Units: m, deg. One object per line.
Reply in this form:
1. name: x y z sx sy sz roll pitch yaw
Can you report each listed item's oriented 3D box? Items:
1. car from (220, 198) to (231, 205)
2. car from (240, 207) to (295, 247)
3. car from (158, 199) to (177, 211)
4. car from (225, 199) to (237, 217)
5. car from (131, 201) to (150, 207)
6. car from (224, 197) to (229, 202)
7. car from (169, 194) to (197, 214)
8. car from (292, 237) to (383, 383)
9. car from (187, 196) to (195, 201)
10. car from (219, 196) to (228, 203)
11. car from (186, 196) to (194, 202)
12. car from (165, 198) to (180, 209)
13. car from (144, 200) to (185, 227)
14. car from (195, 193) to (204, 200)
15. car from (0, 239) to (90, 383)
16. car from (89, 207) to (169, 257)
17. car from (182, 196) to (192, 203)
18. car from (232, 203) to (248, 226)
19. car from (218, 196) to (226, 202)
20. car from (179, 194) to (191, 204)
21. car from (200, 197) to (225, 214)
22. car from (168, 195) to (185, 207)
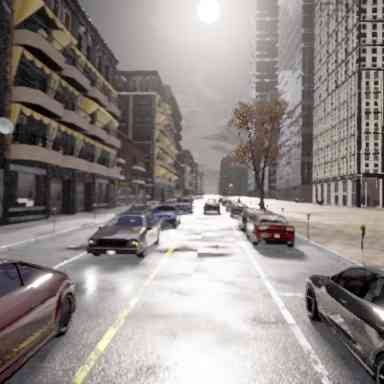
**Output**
1. car: 6.541 1.830 65.599 2.008 1.369 4.403 2 0 3
2. car: 3.545 1.642 15.562 1.887 1.381 4.507 2 0 3
3. car: -3.155 1.631 43.864 1.947 1.339 4.313 2 0 3
4. car: 4.543 1.706 32.242 2.008 1.369 4.403 2 0 3
5. car: -4.154 1.571 27.185 1.947 1.339 4.313 2 0 3
6. car: 5.220 1.722 43.531 1.752 1.417 4.829 2 0 3
7. car: -0.930 1.432 36.458 2.097 1.767 4.553 1 0 4
8. car: 2.878 1.625 4.444 1.947 1.339 4.313 2 0 3
9. car: -0.159 1.808 93.900 2.008 1.369 4.403 2 0 3
10. car: 7.210 1.762 76.718 1.967 1.590 4.097 2 0 3
11. car: -0.492 1.801 88.340 1.947 1.339 4.313 2 0 3
12. car: -2.831 1.611 49.253 1.752 1.417 4.829 2 0 3
13. car: -1.807 1.558 23.116 1.812 1.442 4.674 1 0 4
14. car: 1.513 1.142 76.836 2.150 2.045 5.566 1 0 3
15. car: -2.968 1.530 3.857 1.994 1.385 4.181 1 0 3
16. car: -2.400 1.545 13.213 2.033 1.411 5.357 1 0 4
17. car: -1.157 1.736 77.221 1.887 1.381 4.507 2 0 3
18. car: 3.878 1.667 21.122 2.008 1.369 4.403 2 0 3
19. car: 7.876 1.805 87.838 1.967 1.590 4.097 2 0 3
20. car: -1.483 1.486 71.661 2.192 1.841 5.009 2 0 3
21. car: 2.250 1.625 37.451 2.128 1.511 4.902 1 0 3
22. car: -2.481 1.422 54.984 2.192 1.841 5.009 2 0 3
